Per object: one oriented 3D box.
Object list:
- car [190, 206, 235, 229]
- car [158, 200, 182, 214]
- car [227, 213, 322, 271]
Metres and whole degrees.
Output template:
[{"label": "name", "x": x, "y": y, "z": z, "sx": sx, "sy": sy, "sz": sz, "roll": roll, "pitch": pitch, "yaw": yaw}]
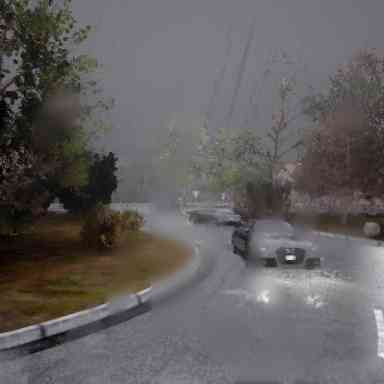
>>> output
[{"label": "car", "x": 1.547, "y": 1.679, "z": 22.981, "sx": 1.994, "sy": 1.385, "sz": 4.181, "roll": 1, "pitch": 0, "yaw": -30}, {"label": "car", "x": -2.570, "y": 1.683, "z": 38.528, "sx": 1.837, "sy": 1.490, "sz": 4.892, "roll": -1, "pitch": 0, "yaw": 11}, {"label": "car", "x": 2.574, "y": 1.606, "z": 10.980, "sx": 1.994, "sy": 1.385, "sz": 4.181, "roll": 1, "pitch": 0, "yaw": -3}]
